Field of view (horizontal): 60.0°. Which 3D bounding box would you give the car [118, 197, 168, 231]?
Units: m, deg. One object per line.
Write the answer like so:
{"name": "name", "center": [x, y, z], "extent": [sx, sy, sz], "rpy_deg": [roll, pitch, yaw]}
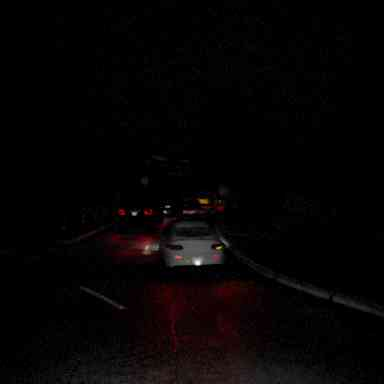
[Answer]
{"name": "car", "center": [-3.203, 1.323, 21.852], "extent": [2.150, 2.045, 5.566], "rpy_deg": [0, 0, 3]}

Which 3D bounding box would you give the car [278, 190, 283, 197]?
{"name": "car", "center": [17.305, 0.962, 74.707], "extent": [4.792, 1.488, 2.163], "rpy_deg": [0, 1, 21]}

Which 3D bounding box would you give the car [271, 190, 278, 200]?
{"name": "car", "center": [9.314, 1.099, 48.617], "extent": [5.566, 2.045, 2.435], "rpy_deg": [0, 1, 15]}

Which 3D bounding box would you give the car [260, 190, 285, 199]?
{"name": "car", "center": [19.245, 0.599, 79.813], "extent": [5.566, 2.045, 2.435], "rpy_deg": [0, 1, 22]}

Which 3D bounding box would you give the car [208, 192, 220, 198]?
{"name": "car", "center": [6.105, 0.816, 91.200], "extent": [2.002, 1.452, 4.674], "rpy_deg": [0, 0, 23]}

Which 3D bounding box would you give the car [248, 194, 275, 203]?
{"name": "car", "center": [12.939, 1.207, 61.639], "extent": [4.674, 1.452, 2.002], "rpy_deg": [0, 1, 17]}

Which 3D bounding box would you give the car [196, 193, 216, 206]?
{"name": "car", "center": [2.173, 1.308, 52.210], "extent": [1.882, 1.535, 5.008], "rpy_deg": [0, 1, 15]}

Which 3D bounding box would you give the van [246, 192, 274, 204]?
{"name": "van", "center": [11.494, 1.021, 56.370], "extent": [4.442, 1.987, 1.878], "rpy_deg": [0, 1, 16]}

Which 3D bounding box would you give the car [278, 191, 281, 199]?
{"name": "car", "center": [15.462, 1.033, 69.431], "extent": [4.892, 1.521, 2.231], "rpy_deg": [0, 1, 19]}

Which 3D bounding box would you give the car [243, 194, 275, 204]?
{"name": "car", "center": [11.969, 1.204, 59.081], "extent": [5.366, 1.575, 1.946], "rpy_deg": [0, 1, 17]}

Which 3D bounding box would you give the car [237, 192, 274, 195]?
{"name": "car", "center": [7.970, 1.282, 43.283], "extent": [4.553, 1.767, 2.185], "rpy_deg": [0, 1, 14]}

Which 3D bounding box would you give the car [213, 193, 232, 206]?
{"name": "car", "center": [5.031, 1.344, 51.307], "extent": [1.837, 1.490, 4.892], "rpy_deg": [0, 1, 15]}

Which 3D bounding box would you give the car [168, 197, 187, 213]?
{"name": "car", "center": [-2.089, 1.522, 32.577], "extent": [1.837, 1.490, 4.892], "rpy_deg": [0, 0, 9]}

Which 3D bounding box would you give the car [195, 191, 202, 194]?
{"name": "car", "center": [0.078, 1.019, 75.663], "extent": [2.163, 1.488, 4.792], "rpy_deg": [0, 1, 20]}

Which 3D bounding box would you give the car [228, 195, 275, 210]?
{"name": "car", "center": [7.258, 1.436, 40.623], "extent": [4.892, 1.521, 2.231], "rpy_deg": [0, 1, 14]}

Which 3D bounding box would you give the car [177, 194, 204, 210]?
{"name": "car", "center": [-0.190, 1.412, 42.509], "extent": [1.882, 1.535, 5.008], "rpy_deg": [0, 1, 14]}

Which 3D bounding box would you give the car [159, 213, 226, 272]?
{"name": "car", "center": [-0.087, 1.645, 11.125], "extent": [1.812, 1.442, 4.674], "rpy_deg": [0, 0, -6]}

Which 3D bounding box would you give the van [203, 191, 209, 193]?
{"name": "van", "center": [1.946, 0.676, 80.789], "extent": [1.878, 1.987, 4.442], "rpy_deg": [0, 1, 21]}

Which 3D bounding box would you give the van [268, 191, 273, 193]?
{"name": "van", "center": [8.504, 1.152, 45.990], "extent": [4.442, 1.987, 1.878], "rpy_deg": [0, 1, 14]}
